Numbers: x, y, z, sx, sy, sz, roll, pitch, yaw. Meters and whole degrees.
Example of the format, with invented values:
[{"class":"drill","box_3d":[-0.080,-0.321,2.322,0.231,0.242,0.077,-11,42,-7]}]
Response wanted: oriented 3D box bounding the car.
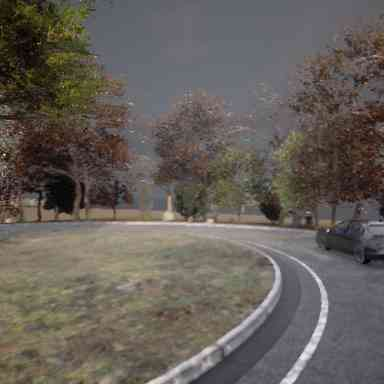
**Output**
[{"class":"car","box_3d":[6.481,1.756,12.511,2.033,1.411,5.357,0,-1,-1]}]
